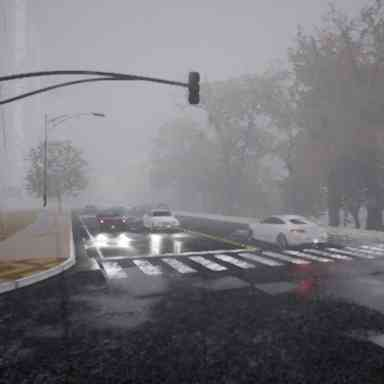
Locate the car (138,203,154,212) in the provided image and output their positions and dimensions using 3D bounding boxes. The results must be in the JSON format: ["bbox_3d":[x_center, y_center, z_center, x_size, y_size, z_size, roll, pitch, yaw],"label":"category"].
[{"bbox_3d":[-8.302,2.806,59.193,1.837,1.490,4.892,0,-1,-20],"label":"car"}]

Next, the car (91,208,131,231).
[{"bbox_3d":[-5.970,2.059,24.099,1.895,1.301,4.718,0,-1,-20],"label":"car"}]

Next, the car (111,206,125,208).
[{"bbox_3d":[-10.152,2.526,45.133,1.994,1.385,4.181,0,-2,-20],"label":"car"}]

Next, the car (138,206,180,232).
[{"bbox_3d":[-2.296,1.969,23.516,1.812,1.442,4.674,0,-1,-20],"label":"car"}]

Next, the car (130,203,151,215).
[{"bbox_3d":[-7.802,2.643,48.495,1.895,1.301,4.718,0,-1,-19],"label":"car"}]

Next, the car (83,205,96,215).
[{"bbox_3d":[-14.778,2.592,48.450,2.033,1.411,5.357,0,-1,-20],"label":"car"}]

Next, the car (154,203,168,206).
[{"bbox_3d":[-4.799,2.423,49.756,2.097,1.767,4.553,0,-1,-20],"label":"car"}]

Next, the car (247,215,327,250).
[{"bbox_3d":[4.262,1.776,15.505,1.812,1.442,4.674,1,-2,-17],"label":"car"}]
